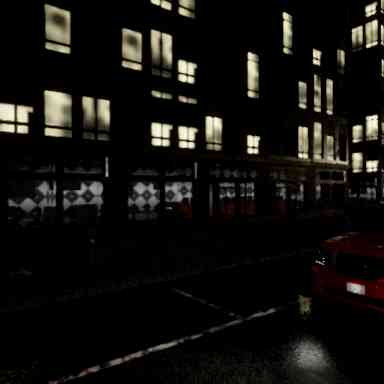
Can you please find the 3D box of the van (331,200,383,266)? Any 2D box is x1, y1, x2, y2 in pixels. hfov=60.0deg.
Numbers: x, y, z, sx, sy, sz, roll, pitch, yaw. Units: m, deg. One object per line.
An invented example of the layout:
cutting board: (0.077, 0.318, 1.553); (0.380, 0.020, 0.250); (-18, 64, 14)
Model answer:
van: (6.711, 1.225, 11.452); (3.998, 1.788, 1.690); (-1, 1, -36)

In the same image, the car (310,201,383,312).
car: (4.830, 1.144, 6.896); (5.566, 2.045, 2.150); (-1, 0, -36)
